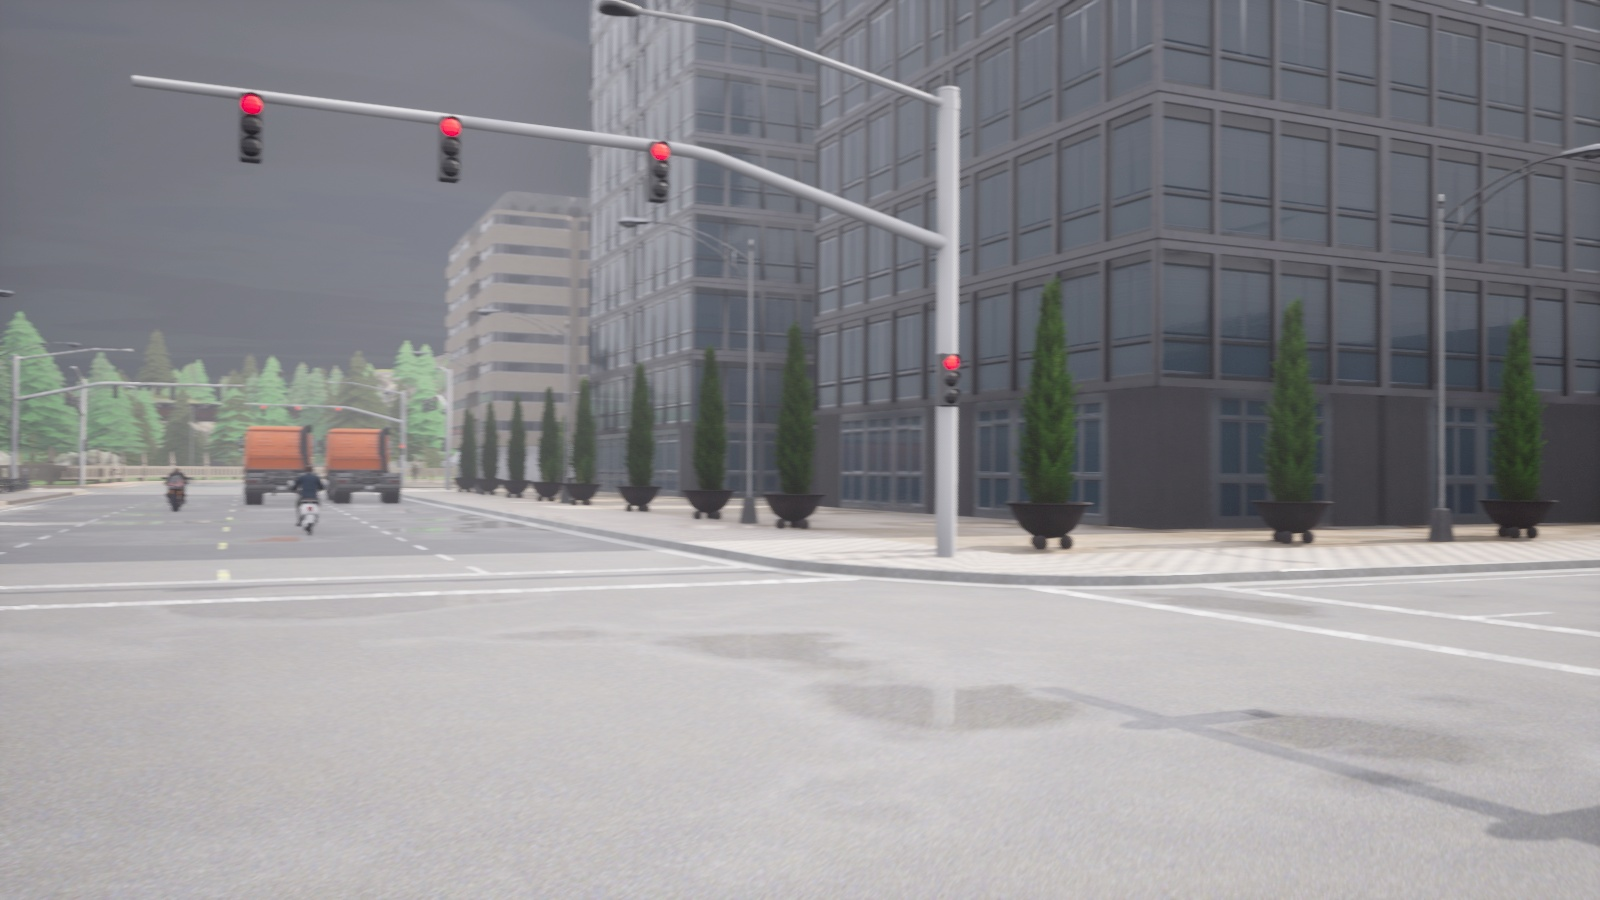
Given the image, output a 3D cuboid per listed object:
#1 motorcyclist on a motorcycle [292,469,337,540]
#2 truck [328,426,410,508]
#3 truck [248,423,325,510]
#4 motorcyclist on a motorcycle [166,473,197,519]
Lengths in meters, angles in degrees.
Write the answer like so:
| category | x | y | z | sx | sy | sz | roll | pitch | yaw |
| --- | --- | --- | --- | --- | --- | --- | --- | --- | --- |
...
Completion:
| category | x | y | z | sx | sy | sz | roll | pitch | yaw |
| --- | --- | --- | --- | --- | --- | --- | --- | --- | --- |
| motorcyclist on a motorcycle | -11.270 | 1.241 | 29.112 | 0.866 | 1.590 | 1.817 | 0 | -1 | -24 |
| truck | -19.778 | 0.783 | 57.297 | 2.891 | 3.462 | 7.936 | 0 | -1 | -24 |
| truck | -22.342 | 0.738 | 54.423 | 2.891 | 3.462 | 7.936 | 0 | -1 | -24 |
| motorcyclist on a motorcycle | -21.260 | 1.567 | 43.196 | 0.866 | 1.530 | 2.191 | 0 | -1 | -24 |
